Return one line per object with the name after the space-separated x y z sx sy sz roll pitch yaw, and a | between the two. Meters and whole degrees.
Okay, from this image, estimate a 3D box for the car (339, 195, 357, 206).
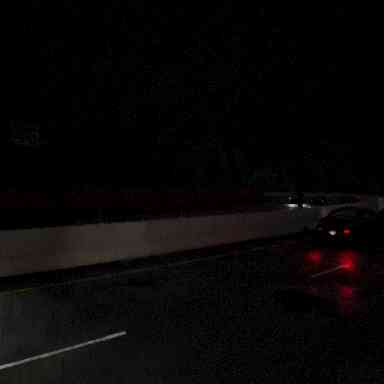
20.710 1.119 44.204 1.994 1.385 4.181 0 0 27 | car

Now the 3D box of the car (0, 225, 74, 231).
-6.862 1.463 12.150 5.008 1.535 1.882 -1 1 -37 | car

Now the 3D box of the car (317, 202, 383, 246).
7.177 1.377 14.589 4.674 1.442 1.812 -1 1 -43 | car
